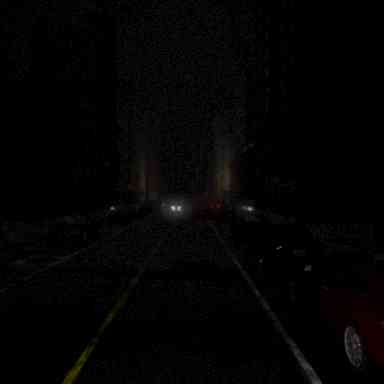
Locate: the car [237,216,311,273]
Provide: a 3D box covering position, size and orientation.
[{"bbox_3d":[2.857,1.675,10.931,1.947,1.339,4.313,0,-1,0],"label":"car"}]

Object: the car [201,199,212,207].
[{"bbox_3d":[2.856,2.191,66.165,2.008,1.369,4.403,0,-1,0],"label":"car"}]

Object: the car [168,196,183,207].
[{"bbox_3d":[-3.014,2.134,65.728,2.128,1.511,4.902,0,0,0],"label":"car"}]

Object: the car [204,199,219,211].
[{"bbox_3d":[2.856,1.921,49.596,1.967,1.590,4.097,0,-1,0],"label":"car"}]

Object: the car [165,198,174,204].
[{"bbox_3d":[-5.671,2.238,82.731,1.967,1.590,4.097,0,-1,0],"label":"car"}]

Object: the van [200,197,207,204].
[{"bbox_3d":[2.855,2.140,82.737,1.690,1.788,3.998,0,-1,0],"label":"van"}]

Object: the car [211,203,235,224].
[{"bbox_3d":[2.857,1.836,27.501,1.947,1.339,4.313,0,-1,0],"label":"car"}]

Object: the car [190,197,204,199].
[{"bbox_3d":[0.898,1.939,47.405,1.882,1.535,5.008,0,-1,0],"label":"car"}]

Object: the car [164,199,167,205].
[{"bbox_3d":[-5.669,2.100,55.105,1.947,1.339,4.313,0,-1,0],"label":"car"}]

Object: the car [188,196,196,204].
[{"bbox_3d":[-0.003,1.993,82.778,2.097,1.767,4.553,0,-1,0],"label":"car"}]

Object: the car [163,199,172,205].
[{"bbox_3d":[-5.671,2.311,77.205,1.947,1.339,4.313,0,-1,0],"label":"car"}]

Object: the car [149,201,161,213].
[{"bbox_3d":[-5.669,1.973,44.056,1.887,1.381,4.507,0,-1,0],"label":"car"}]

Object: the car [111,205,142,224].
[{"bbox_3d":[-5.669,1.814,27.482,1.887,1.381,4.507,0,-1,0],"label":"car"}]

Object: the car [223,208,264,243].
[{"bbox_3d":[2.858,1.714,16.455,2.008,1.369,4.403,0,-1,0],"label":"car"}]

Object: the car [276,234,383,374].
[{"bbox_3d":[2.858,1.637,5.407,1.802,1.307,4.206,0,-1,0],"label":"car"}]

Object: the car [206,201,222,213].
[{"bbox_3d":[2.856,1.955,44.242,1.752,1.417,4.829,0,-1,0],"label":"car"}]

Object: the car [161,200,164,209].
[{"bbox_3d":[-5.670,2.047,49.580,1.947,1.339,4.313,0,-1,0],"label":"car"}]

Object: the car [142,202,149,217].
[{"bbox_3d":[-5.669,1.904,33.006,1.802,1.307,4.206,0,-1,0],"label":"car"}]

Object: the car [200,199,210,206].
[{"bbox_3d":[2.856,2.259,71.688,1.947,1.339,4.313,0,-1,0],"label":"car"}]

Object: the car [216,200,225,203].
[{"bbox_3d":[2.857,1.850,33.195,1.752,1.417,4.829,0,-1,0],"label":"car"}]

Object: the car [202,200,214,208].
[{"bbox_3d":[2.856,2.138,60.642,2.008,1.369,4.403,0,-1,0],"label":"car"}]

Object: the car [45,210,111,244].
[{"bbox_3d":[-5.668,1.713,16.432,2.008,1.369,4.403,0,-1,0],"label":"car"}]

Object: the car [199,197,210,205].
[{"bbox_3d":[2.856,2.061,77.214,2.192,1.841,5.009,0,-1,0],"label":"car"}]

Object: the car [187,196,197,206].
[{"bbox_3d":[-0.003,2.022,67.885,2.097,1.767,4.553,0,-1,0],"label":"car"}]

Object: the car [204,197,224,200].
[{"bbox_3d":[2.857,1.691,38.550,2.192,1.841,5.009,0,-1,0],"label":"car"}]

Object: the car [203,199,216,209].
[{"bbox_3d":[2.856,1.974,55.119,1.967,1.590,4.097,0,-1,0],"label":"car"}]

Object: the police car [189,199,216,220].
[{"bbox_3d":[0.898,1.734,31.516,1.930,1.638,5.238,0,-1,0],"label":"police car"}]
